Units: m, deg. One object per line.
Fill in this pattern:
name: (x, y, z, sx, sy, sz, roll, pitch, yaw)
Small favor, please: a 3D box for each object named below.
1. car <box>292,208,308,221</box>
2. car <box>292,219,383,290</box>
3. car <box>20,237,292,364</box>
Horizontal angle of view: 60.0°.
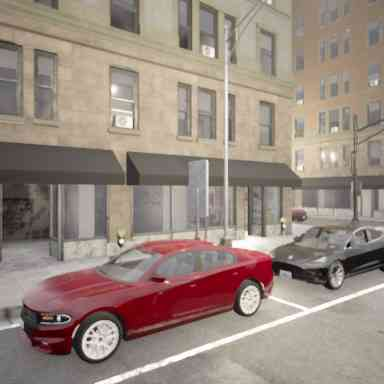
car: (6.513, 1.536, 25.768, 1.882, 1.535, 5.008, 0, 0, -36)
car: (3.957, 1.562, 9.091, 4.313, 1.339, 1.947, 0, 0, -36)
car: (-0.499, 1.543, 5.850, 4.507, 1.381, 1.887, 0, 0, -36)
